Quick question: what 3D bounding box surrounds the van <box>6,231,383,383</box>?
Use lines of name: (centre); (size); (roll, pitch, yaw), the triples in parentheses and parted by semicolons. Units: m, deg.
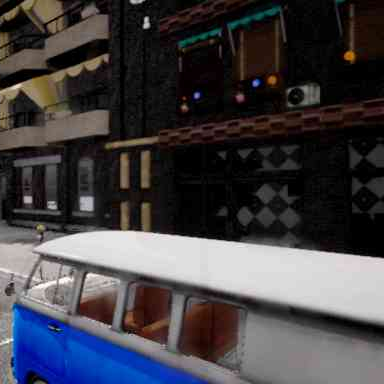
van: (0.031, 1.330, 2.868); (3.998, 1.788, 1.690); (1, 0, 36)
